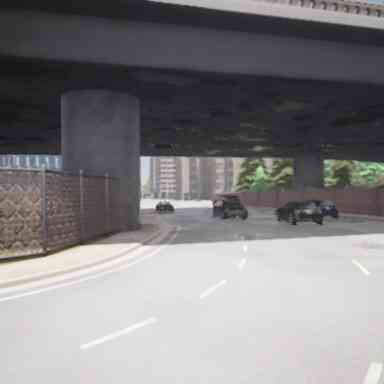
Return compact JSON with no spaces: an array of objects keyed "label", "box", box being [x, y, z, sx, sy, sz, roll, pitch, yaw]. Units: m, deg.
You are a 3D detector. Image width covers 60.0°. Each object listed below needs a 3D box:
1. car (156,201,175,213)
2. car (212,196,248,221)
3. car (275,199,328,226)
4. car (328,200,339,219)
[{"label":"car","box":[-3.573,1.903,43.266,2.033,1.411,5.357,-1,0,-14]},{"label":"car","box":[3.283,1.500,29.379,2.097,1.767,4.553,-1,0,-11]},{"label":"car","box":[7.619,1.391,24.145,2.097,1.767,4.553,-1,0,-3]},{"label":"car","box":[10.598,1.372,28.752,2.097,1.767,4.553,-1,0,-8]}]
